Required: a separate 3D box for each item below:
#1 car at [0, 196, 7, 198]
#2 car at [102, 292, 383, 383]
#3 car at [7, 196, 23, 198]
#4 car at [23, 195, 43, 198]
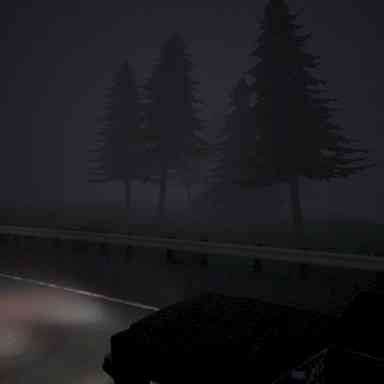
[{"bbox_3d":[-41.852,1.524,74.303,1.812,1.442,4.674,0,0,6],"label":"car"},{"bbox_3d":[1.441,1.601,2.740,4.718,1.301,1.895,0,0,35],"label":"car"},{"bbox_3d":[-38.350,1.524,74.232,1.812,1.442,4.674,0,0,6],"label":"car"},{"bbox_3d":[-34.825,1.525,74.411,2.128,1.511,4.902,0,0,6],"label":"car"}]
